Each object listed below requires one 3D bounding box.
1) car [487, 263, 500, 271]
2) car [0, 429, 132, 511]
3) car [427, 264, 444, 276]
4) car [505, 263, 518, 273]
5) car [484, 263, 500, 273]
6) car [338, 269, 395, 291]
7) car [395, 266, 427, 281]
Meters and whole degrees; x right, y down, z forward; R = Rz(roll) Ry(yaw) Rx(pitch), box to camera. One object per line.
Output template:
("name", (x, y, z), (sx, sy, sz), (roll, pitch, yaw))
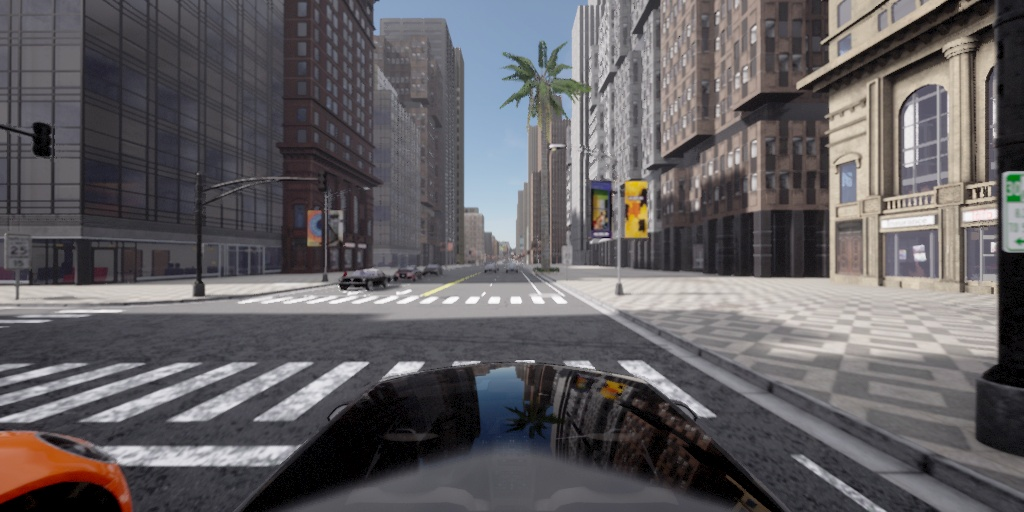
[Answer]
("car", (-3.262, 1.994, 65.184), (2.033, 1.411, 5.357), (0, -1, 0))
("car", (-3.213, 1.086, 0.152), (2.097, 1.767, 4.553), (0, -1, -2))
("car", (-9.852, 1.754, 45.128), (2.033, 1.411, 5.357), (0, -1, 0))
("car", (-0.010, 1.867, 54.763), (2.033, 1.411, 5.357), (0, -1, 0))
("car", (-3.260, 1.867, 54.762), (2.033, 1.411, 5.357), (0, -1, 0))
("car", (-9.855, 1.582, 24.285), (1.895, 1.301, 4.718), (0, -1, 0))
("car", (-9.864, 1.651, 34.322), (1.994, 1.385, 4.181), (0, -1, -1))
